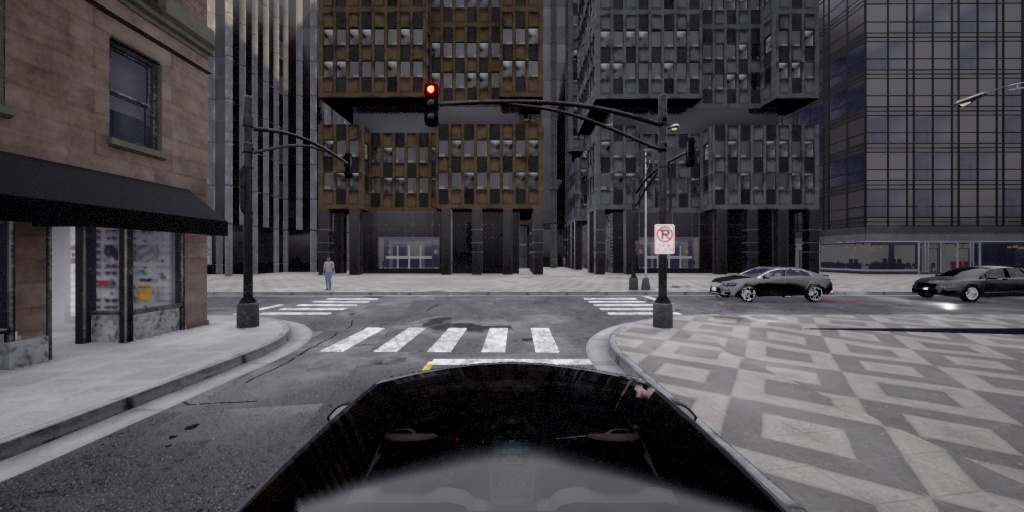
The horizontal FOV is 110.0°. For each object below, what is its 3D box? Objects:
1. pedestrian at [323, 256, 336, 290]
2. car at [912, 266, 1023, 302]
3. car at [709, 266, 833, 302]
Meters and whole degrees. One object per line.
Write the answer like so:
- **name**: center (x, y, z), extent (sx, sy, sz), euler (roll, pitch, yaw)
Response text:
- **pedestrian**: center (-9.935, 0.902, 19.445), extent (0.375, 1.860, 0.375), euler (0, 0, 0)
- **car**: center (21.149, 1.223, 16.211), extent (4.892, 1.490, 1.837), euler (0, 0, 1)
- **car**: center (11.629, 1.223, 16.274), extent (4.902, 1.511, 2.128), euler (0, 0, 0)
